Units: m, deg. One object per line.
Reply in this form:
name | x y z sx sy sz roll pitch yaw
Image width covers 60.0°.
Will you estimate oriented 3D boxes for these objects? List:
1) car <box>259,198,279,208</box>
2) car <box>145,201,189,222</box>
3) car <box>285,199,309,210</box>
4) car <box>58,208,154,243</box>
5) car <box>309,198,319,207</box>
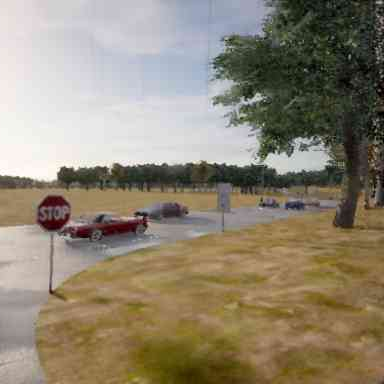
car | 11.388 1.636 48.848 1.994 1.385 4.181 3 2 31
car | -2.334 1.477 26.742 2.033 1.411 5.357 4 2 33
car | 14.752 1.699 47.398 1.882 1.535 5.008 3 0 30
car | -4.384 1.681 17.031 1.895 1.301 4.718 3 2 35
car | 21.411 1.857 59.254 1.994 1.385 4.181 3 1 29
